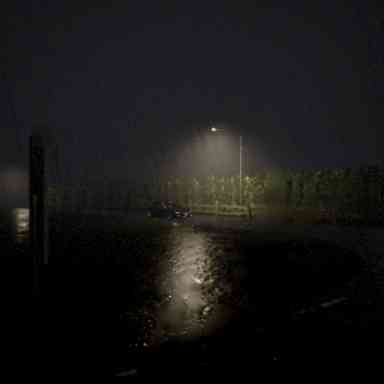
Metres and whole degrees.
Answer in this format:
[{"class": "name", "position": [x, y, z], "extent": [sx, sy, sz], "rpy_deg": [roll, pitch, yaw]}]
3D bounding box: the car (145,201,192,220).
[{"class": "car", "position": [-2.046, 1.528, 27.812], "extent": [1.837, 1.490, 4.892], "rpy_deg": [0, 0, -41]}]
